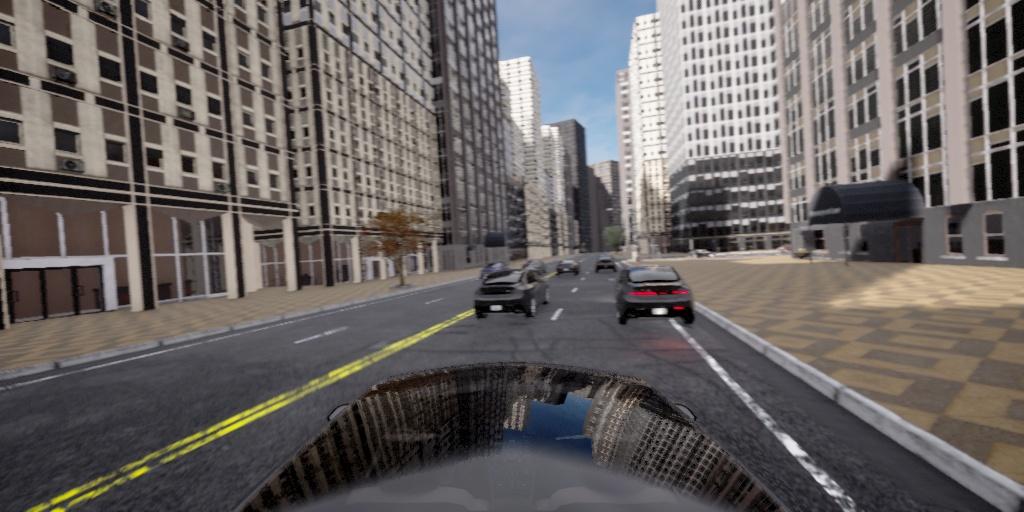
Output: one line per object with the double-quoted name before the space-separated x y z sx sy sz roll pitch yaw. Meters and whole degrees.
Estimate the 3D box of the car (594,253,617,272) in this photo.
"car" 8.789 0.684 33.675 1.837 1.490 4.892 -3 1 15

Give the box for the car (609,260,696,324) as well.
"car" 4.016 1.004 10.685 1.837 1.490 4.892 -3 0 14

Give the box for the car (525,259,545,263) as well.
"car" 2.138 1.053 34.354 2.128 1.511 4.902 -3 0 15

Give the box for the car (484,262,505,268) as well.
"car" -1.514 1.301 33.187 1.812 1.442 4.674 -3 0 15

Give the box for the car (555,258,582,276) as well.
"car" 5.012 0.926 31.756 1.812 1.442 4.674 -3 0 14

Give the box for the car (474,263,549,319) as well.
"car" 0.131 1.225 12.773 1.837 1.490 4.892 -3 0 14
